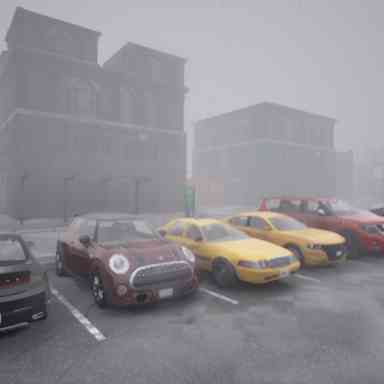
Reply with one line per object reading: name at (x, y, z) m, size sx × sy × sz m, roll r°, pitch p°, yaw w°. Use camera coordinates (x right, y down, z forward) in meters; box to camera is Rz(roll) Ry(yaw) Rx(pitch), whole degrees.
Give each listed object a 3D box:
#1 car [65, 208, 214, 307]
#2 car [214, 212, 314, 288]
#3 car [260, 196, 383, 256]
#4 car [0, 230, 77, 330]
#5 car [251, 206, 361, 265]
car at (-1.797, 1.342, 8.195) m, size 2.185 × 1.767 × 4.553 m, roll 0°, pitch 0°, yaw -35°
car at (0.496, 1.454, 9.558) m, size 1.946 × 1.575 × 5.366 m, roll 0°, pitch 0°, yaw -35°
car at (4.943, 1.183, 12.908) m, size 2.435 × 2.045 × 5.566 m, roll 0°, pitch 0°, yaw -35°
car at (-4.146, 1.480, 6.481) m, size 2.231 × 1.521 × 4.892 m, roll 0°, pitch 0°, yaw -35°
car at (2.655, 1.445, 11.325) m, size 2.097 × 1.535 × 5.008 m, roll 0°, pitch 0°, yaw -35°
